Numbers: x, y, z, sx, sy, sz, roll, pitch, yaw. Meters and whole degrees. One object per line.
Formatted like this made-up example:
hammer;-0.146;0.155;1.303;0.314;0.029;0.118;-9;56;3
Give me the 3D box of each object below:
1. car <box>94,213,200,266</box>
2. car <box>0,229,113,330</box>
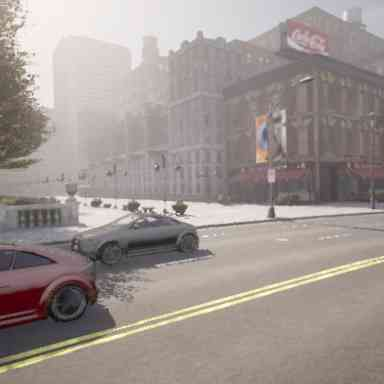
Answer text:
car;-1.811;1.418;11.046;4.181;1.385;1.994;-2;1;-33
car;-3.749;1.555;5.563;4.181;1.385;1.994;-2;1;-34
